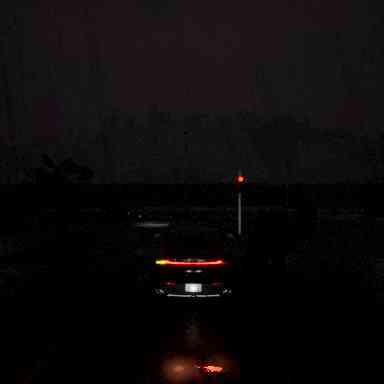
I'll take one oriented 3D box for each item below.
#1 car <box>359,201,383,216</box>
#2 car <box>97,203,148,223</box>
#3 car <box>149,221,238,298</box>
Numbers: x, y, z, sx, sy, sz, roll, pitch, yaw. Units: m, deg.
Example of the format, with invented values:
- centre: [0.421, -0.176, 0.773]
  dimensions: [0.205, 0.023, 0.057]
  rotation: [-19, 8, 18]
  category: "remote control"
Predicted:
- centre: [18.203, 1.564, 31.591]
  dimensions: [4.181, 1.385, 1.994]
  rotation: [0, 0, 0]
  category: "car"
- centre: [-5.285, 1.564, 25.150]
  dimensions: [4.181, 1.385, 1.994]
  rotation: [0, -1, 38]
  category: "car"
- centre: [0.053, 1.505, 8.512]
  dimensions: [1.837, 1.490, 4.892]
  rotation: [0, 0, 1]
  category: "car"
